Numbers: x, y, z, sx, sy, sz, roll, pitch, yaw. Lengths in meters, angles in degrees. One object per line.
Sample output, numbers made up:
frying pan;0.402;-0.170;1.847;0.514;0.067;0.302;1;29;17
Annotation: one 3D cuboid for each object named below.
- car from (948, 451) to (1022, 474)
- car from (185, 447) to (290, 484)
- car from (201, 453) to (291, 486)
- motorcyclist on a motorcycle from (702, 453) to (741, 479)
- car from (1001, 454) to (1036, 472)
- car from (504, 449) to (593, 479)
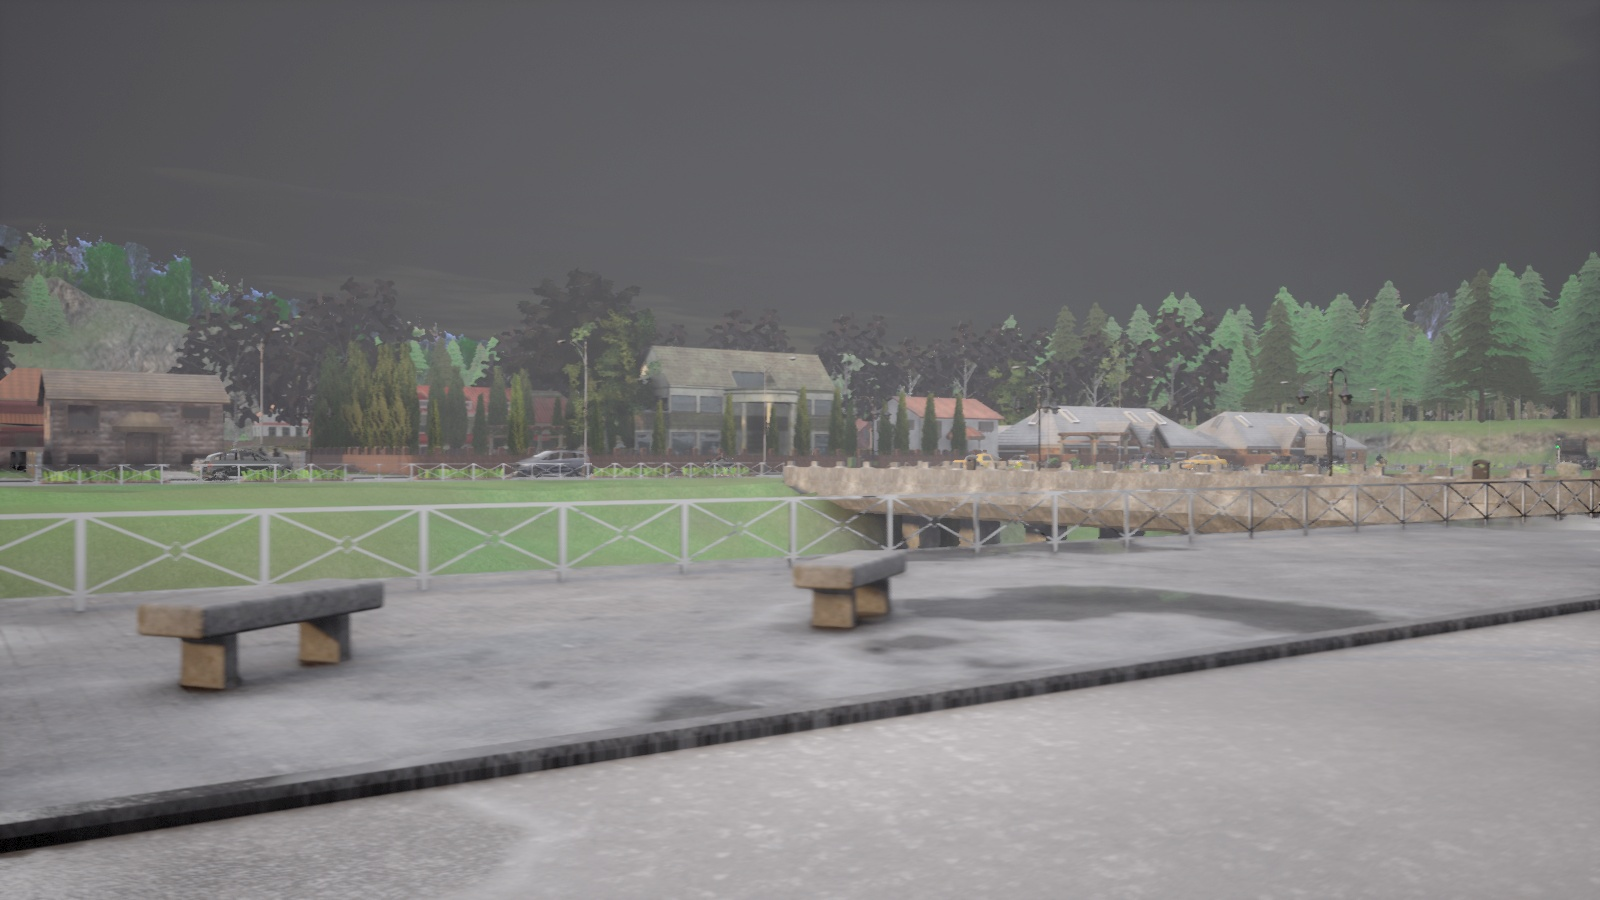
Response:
car;13.080;0.873;88.526;5.366;1.575;1.801;0;0;-35
car;-28.766;0.780;64.287;4.605;1.855;1.932;0;0;-35
car;-26.812;0.929;60.772;3.705;1.549;1.789;0;0;-35
motorcyclist on a motorcycle;-4.754;0.976;76.118;2.191;1.530;0.866;0;0;-35
car;16.689;0.999;95.910;2.207;1.376;1.481;0;0;-35
car;-14.796;0.802;74.006;4.611;1.667;2.242;0;0;-35
